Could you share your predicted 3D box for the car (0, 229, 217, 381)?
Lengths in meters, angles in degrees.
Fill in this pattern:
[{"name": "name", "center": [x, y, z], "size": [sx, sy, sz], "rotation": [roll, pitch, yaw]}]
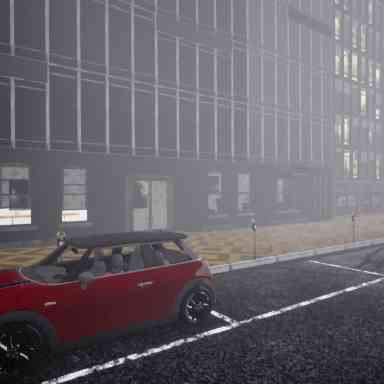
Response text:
[{"name": "car", "center": [-1.639, 1.440, 5.396], "size": [4.097, 1.590, 1.967], "rotation": [0, 0, -35]}]
